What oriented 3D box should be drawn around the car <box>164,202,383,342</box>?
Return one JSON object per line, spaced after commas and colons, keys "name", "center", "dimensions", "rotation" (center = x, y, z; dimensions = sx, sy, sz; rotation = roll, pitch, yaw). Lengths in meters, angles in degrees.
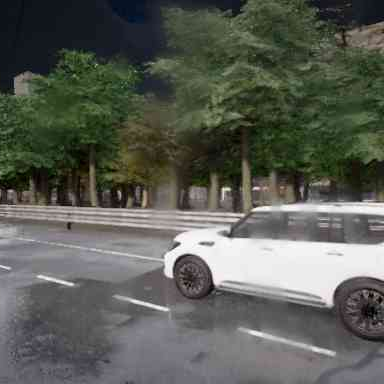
{"name": "car", "center": [2.019, 1.225, 6.727], "dimensions": [5.566, 2.045, 2.150], "rotation": [0, 0, 36]}
